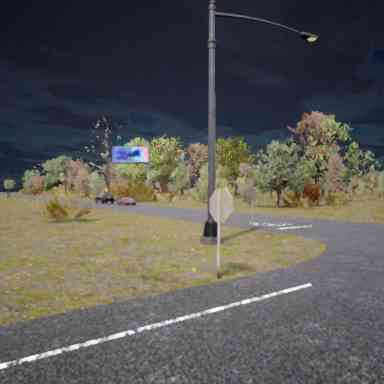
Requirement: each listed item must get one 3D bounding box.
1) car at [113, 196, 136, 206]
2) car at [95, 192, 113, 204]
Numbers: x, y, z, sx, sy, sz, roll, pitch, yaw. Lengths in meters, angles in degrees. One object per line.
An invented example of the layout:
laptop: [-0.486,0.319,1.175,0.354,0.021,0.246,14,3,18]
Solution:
car: [-10.509,1.457,52.725,1.994,1.385,4.181,0,0,-33]
car: [-16.071,1.096,61.053,2.150,2.045,5.566,0,0,-34]
